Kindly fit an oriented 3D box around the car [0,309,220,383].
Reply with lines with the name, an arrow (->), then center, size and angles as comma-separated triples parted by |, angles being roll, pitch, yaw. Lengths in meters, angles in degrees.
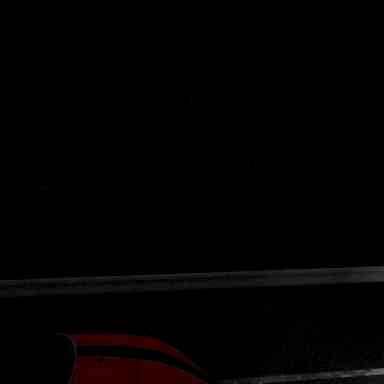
car -> -1.835, 1.352, 1.684 | 4.553, 1.767, 2.097 | 0, 0, -7
